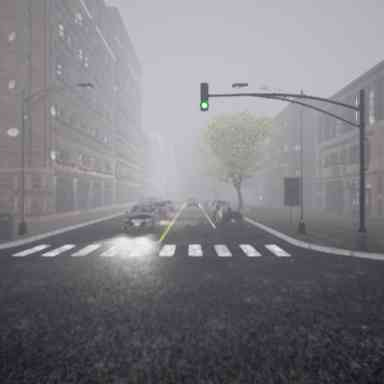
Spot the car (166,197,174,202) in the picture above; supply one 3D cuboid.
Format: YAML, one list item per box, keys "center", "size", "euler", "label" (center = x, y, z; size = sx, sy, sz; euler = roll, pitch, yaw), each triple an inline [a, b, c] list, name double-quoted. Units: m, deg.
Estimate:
- center: [-5.691, 1.961, 86.675]
  size: [1.887, 1.381, 4.507]
  euler: [0, 0, 0]
  label: "car"

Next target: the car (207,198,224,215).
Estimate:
- center: [2.690, 1.559, 29.705]
  size: [1.967, 1.590, 4.097]
  euler: [0, 0, 0]
  label: "car"

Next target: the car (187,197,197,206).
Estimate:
- center: [0.031, 1.754, 62.044]
  size: [1.882, 1.535, 5.008]
  euler: [0, 0, 0]
  label: "car"

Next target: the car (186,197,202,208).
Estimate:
- center: [0.101, 1.822, 51.717]
  size: [1.895, 1.301, 4.718]
  euler: [0, 0, 0]
  label: "car"

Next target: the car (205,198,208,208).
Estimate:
- center: [2.690, 1.584, 35.402]
  size: [1.967, 1.590, 4.097]
  euler: [0, 0, 0]
  label: "car"

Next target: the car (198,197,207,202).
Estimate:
- center: [2.690, 1.967, 86.672]
  size: [2.008, 1.369, 4.403]
  euler: [0, 0, 0]
  label: "car"

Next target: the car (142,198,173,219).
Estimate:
- center: [-3.093, 1.601, 30.667]
  size: [1.882, 1.535, 5.008]
  euler: [0, 0, 0]
  label: "car"

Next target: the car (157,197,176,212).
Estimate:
- center: [-3.086, 1.694, 40.764]
  size: [1.812, 1.442, 4.674]
  euler: [0, 0, 0]
  label: "car"

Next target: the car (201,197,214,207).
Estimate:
- center: [2.690, 1.695, 58.189]
  size: [1.967, 1.590, 4.097]
  euler: [0, 0, 0]
  label: "car"

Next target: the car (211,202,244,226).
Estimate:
- center: [2.690, 1.645, 24.008]
  size: [2.008, 1.369, 4.403]
  euler: [0, 0, 0]
  label: "car"

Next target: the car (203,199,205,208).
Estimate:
- center: [2.690, 1.751, 41.099]
  size: [1.802, 1.307, 4.206]
  euler: [0, 0, 0]
  label: "car"

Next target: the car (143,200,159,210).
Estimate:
- center: [-5.691, 1.779, 46.797]
  size: [1.802, 1.307, 4.206]
  euler: [0, 0, 0]
  label: "car"

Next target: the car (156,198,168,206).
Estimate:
- center: [-5.691, 1.837, 63.887]
  size: [2.008, 1.369, 4.403]
  euler: [0, 0, 0]
  label: "car"

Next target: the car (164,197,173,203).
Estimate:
- center: [-5.691, 1.908, 80.808]
  size: [1.752, 1.417, 4.829]
  euler: [0, 0, 0]
  label: "car"

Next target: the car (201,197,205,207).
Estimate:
- center: [2.690, 1.776, 52.492]
  size: [2.008, 1.369, 4.403]
  euler: [0, 0, 0]
  label: "car"

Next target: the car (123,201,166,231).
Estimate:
- center: [-3.100, 1.573, 21.219]
  size: [2.128, 1.511, 4.902]
  euler: [0, 0, 0]
  label: "car"

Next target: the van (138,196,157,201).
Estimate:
- center: [-5.691, 1.511, 41.101]
  size: [1.690, 1.788, 3.998]
  euler: [0, 0, 0]
  label: "van"
